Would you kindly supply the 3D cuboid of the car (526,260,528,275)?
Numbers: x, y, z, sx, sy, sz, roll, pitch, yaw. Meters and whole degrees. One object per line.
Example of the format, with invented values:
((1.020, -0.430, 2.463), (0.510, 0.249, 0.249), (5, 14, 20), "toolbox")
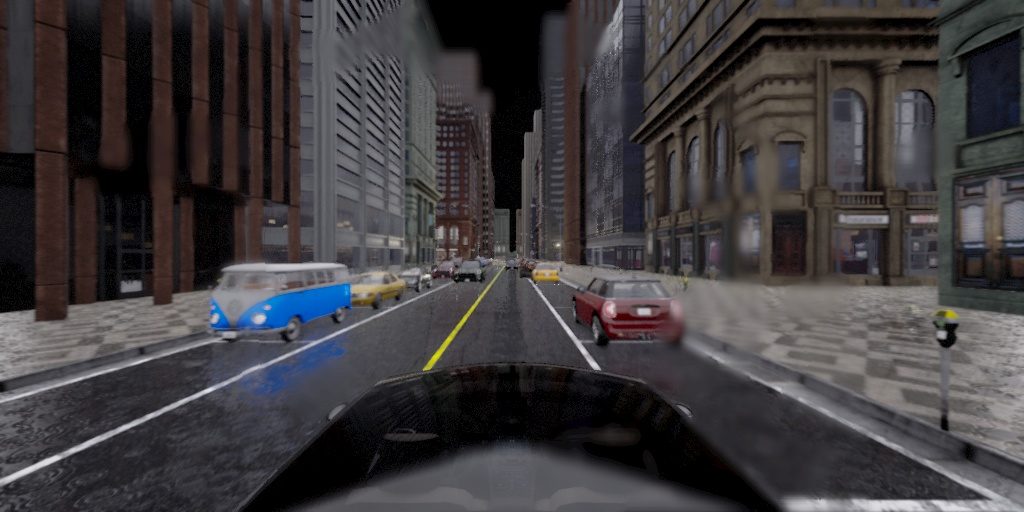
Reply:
((2.774, 1.317, 37.606), (1.802, 1.307, 4.207), (0, 0, 0), "car")

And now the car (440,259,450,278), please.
((-5.753, 1.176, 31.966), (1.967, 1.591, 4.097), (0, 0, 0), "car")

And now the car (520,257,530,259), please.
((2.781, 1.172, 60.152), (1.967, 1.591, 4.097), (0, 0, 0), "car")

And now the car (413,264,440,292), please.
((-5.756, 1.290, 20.693), (2.007, 1.370, 4.403), (0, 0, 0), "car")

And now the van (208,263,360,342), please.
((-5.760, 1.086, 9.420), (1.690, 1.789, 3.998), (0, 0, 0), "van")

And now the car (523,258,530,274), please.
((2.777, 1.314, 48.879), (1.802, 1.307, 4.207), (0, 0, 0), "car")

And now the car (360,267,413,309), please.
((-5.758, 1.268, 14.887), (1.751, 1.417, 4.829), (0, 0, 0), "car")

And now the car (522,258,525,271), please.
((2.779, 1.314, 54.516), (1.802, 1.307, 4.207), (0, 0, 0), "car")

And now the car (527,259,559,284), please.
((2.358, 1.194, 26.494), (1.801, 1.575, 5.366), (0, 0, 0), "car")

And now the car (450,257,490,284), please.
((-3.087, 1.090, 27.104), (2.097, 1.767, 4.553), (0, 0, 0), "car")

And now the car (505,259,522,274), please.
((0.053, 1.333, 49.173), (1.895, 1.301, 4.718), (0, 0, 1), "car")

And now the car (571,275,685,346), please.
((2.765, 1.184, 9.425), (1.967, 1.591, 4.097), (0, 0, 0), "car")
